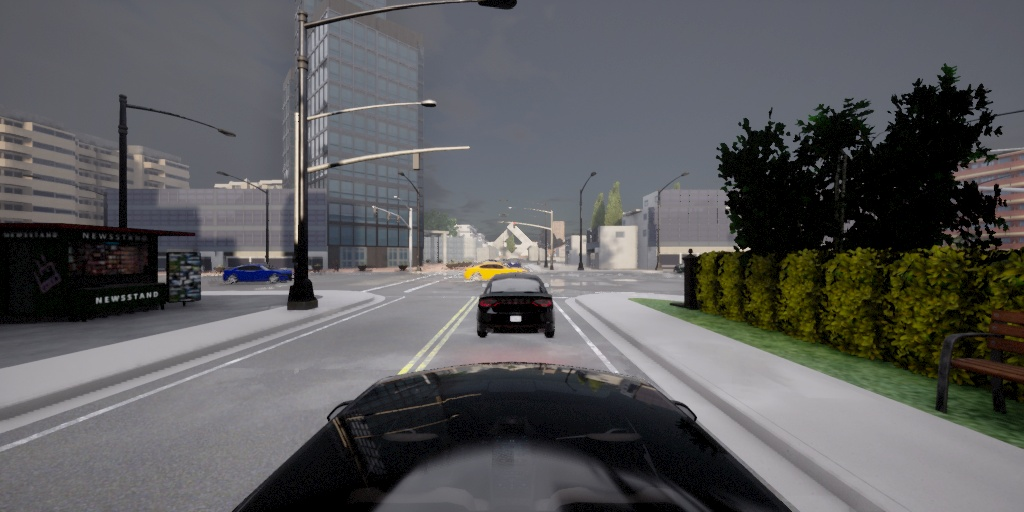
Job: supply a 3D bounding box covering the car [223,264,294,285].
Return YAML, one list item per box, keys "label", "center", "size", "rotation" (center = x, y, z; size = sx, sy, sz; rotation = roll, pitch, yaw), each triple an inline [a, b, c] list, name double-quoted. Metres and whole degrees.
- label: "car"
  center: [-19.602, 1.369, 27.938]
  size: [5.008, 1.535, 1.882]
  rotation: [-1, 0, 0]

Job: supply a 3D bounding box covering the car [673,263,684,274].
- label: "car"
  center: [19.977, 1.058, 38.806]
  size: [4.553, 1.767, 2.097]
  rotation: [0, 0, 0]

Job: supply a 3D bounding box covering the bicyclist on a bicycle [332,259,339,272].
- label: "bicyclist on a bicycle"
  center: [-21.835, 1.216, 44.408]
  size: [0.582, 1.620, 1.656]
  rotation: [-1, 0, 0]

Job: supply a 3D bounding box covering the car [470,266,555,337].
- label: "car"
  center: [0.107, 1.228, 10.355]
  size: [1.882, 1.535, 5.008]
  rotation: [0, 0, 1]

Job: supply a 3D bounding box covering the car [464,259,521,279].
- label: "car"
  center: [-1.245, 1.241, 28.015]
  size: [5.008, 1.535, 1.882]
  rotation: [0, 0, 0]

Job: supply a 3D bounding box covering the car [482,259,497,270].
- label: "car"
  center: [-3.395, 1.228, 54.136]
  size: [1.882, 1.535, 5.008]
  rotation: [0, 0, 0]
